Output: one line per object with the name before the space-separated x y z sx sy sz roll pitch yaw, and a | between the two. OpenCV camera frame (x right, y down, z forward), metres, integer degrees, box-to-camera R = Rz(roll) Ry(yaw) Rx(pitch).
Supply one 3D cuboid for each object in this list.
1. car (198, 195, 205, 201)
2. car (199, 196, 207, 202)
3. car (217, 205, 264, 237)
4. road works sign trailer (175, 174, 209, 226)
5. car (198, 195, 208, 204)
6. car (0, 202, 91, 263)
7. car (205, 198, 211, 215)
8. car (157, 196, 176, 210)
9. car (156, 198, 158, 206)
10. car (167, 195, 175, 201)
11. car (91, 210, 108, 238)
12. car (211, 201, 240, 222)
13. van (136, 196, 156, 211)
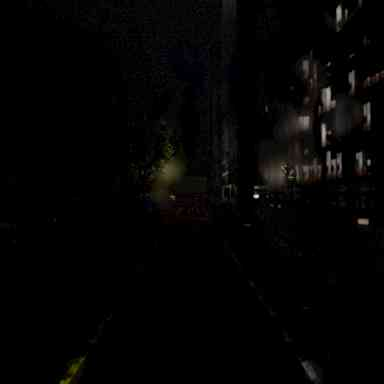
car | 2.567 1.613 91.802 1.947 1.339 4.313 0 0 0
car | 2.583 1.605 80.440 1.887 1.381 4.507 0 0 0
car | 2.668 1.605 17.942 1.947 1.339 4.313 0 0 0
road works sign trailer | -0.017 0.513 23.679 2.380 3.560 2.880 0 0 0
car | 2.606 1.652 63.396 1.802 1.307 4.206 0 0 0
car | -5.704 1.343 12.253 2.192 1.841 5.009 0 0 0
car | 2.645 1.587 35.159 1.752 1.417 4.829 0 0 0
car | -3.148 1.632 44.617 1.994 1.385 4.181 0 0 0
car | -5.760 1.652 52.034 1.802 1.307 4.206 0 0 0
car | -5.813 1.572 91.644 1.752 1.417 4.829 0 0 0
car | -5.713 1.621 17.934 1.802 1.307 4.206 0 0 0
car | 2.661 1.489 23.623 1.967 1.590 4.097 0 0 0
van | -5.743 1.407 40.669 1.690 1.788 3.998 0 0 0
